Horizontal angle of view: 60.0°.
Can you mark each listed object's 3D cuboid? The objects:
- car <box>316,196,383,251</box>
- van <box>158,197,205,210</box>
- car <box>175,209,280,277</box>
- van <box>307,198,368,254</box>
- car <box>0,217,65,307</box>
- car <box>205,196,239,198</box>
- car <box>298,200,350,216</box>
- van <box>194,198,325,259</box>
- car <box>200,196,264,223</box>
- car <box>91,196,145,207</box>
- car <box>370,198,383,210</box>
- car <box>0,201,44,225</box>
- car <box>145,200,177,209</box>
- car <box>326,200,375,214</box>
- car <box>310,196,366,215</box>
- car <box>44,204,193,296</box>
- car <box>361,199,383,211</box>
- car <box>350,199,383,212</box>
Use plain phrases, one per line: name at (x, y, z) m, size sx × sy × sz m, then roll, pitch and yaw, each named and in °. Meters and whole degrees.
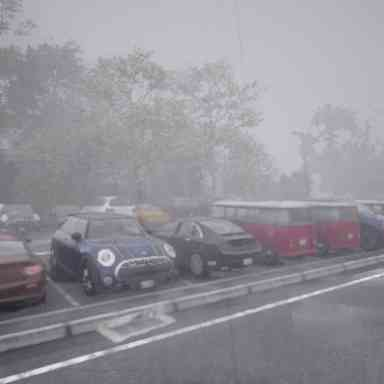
car at (6.902, 1.366, 15.458) m, size 2.435 × 2.045 × 5.566 m, roll 1°, pitch 0°, yaw -36°
van at (-1.261, 1.388, 25.878) m, size 1.878 × 1.987 × 4.442 m, roll 1°, pitch 0°, yaw -36°
car at (0.050, 1.538, 10.575) m, size 2.231 × 1.521 × 4.892 m, roll 1°, pitch 0°, yaw -36°
van at (4.538, 1.365, 13.942) m, size 1.878 × 1.987 × 4.442 m, roll 1°, pitch 0°, yaw -36°
car at (-4.509, 1.524, 7.313) m, size 2.002 × 1.452 × 4.674 m, roll 1°, pitch 0°, yaw -36°
car at (1.048, 1.389, 27.424) m, size 2.435 × 2.045 × 5.566 m, roll 1°, pitch 0°, yaw -36°
car at (14.610, 1.727, 37.099) m, size 2.231 × 1.521 × 4.892 m, roll 0°, pitch 0°, yaw -36°
van at (2.259, 1.338, 12.309) m, size 1.878 × 1.987 × 4.442 m, roll 1°, pitch 0°, yaw -36°
car at (3.338, 1.410, 28.994) m, size 2.435 × 2.045 × 5.566 m, roll 0°, pitch 0°, yaw -36°
car at (-5.721, 1.309, 22.574) m, size 2.435 × 2.045 × 5.566 m, roll 1°, pitch 0°, yaw -36°
car at (28.251, 1.751, 46.652) m, size 1.946 × 1.575 × 5.366 m, roll 0°, pitch 0°, yaw -36°
car at (-10.236, 1.382, 19.341) m, size 2.185 × 1.767 × 4.553 m, roll 1°, pitch 0°, yaw -36°
car at (-3.558, 1.584, 24.317) m, size 1.946 × 1.575 × 5.366 m, roll 1°, pitch 0°, yaw -36°
car at (19.115, 1.735, 40.341) m, size 2.097 × 1.535 × 5.008 m, roll 0°, pitch 0°, yaw -36°
car at (16.879, 1.479, 38.697) m, size 2.435 × 2.045 × 5.566 m, roll 0°, pitch 0°, yaw -36°
car at (-2.249, 1.385, 8.974) m, size 2.185 × 1.767 × 4.553 m, roll 1°, pitch 0°, yaw -36°
car at (25.869, 1.779, 45.210) m, size 2.163 × 1.488 × 4.792 m, roll 0°, pitch 0°, yaw -36°
car at (23.627, 1.746, 43.575) m, size 2.231 × 1.521 × 4.892 m, roll 0°, pitch 0°, yaw -36°
